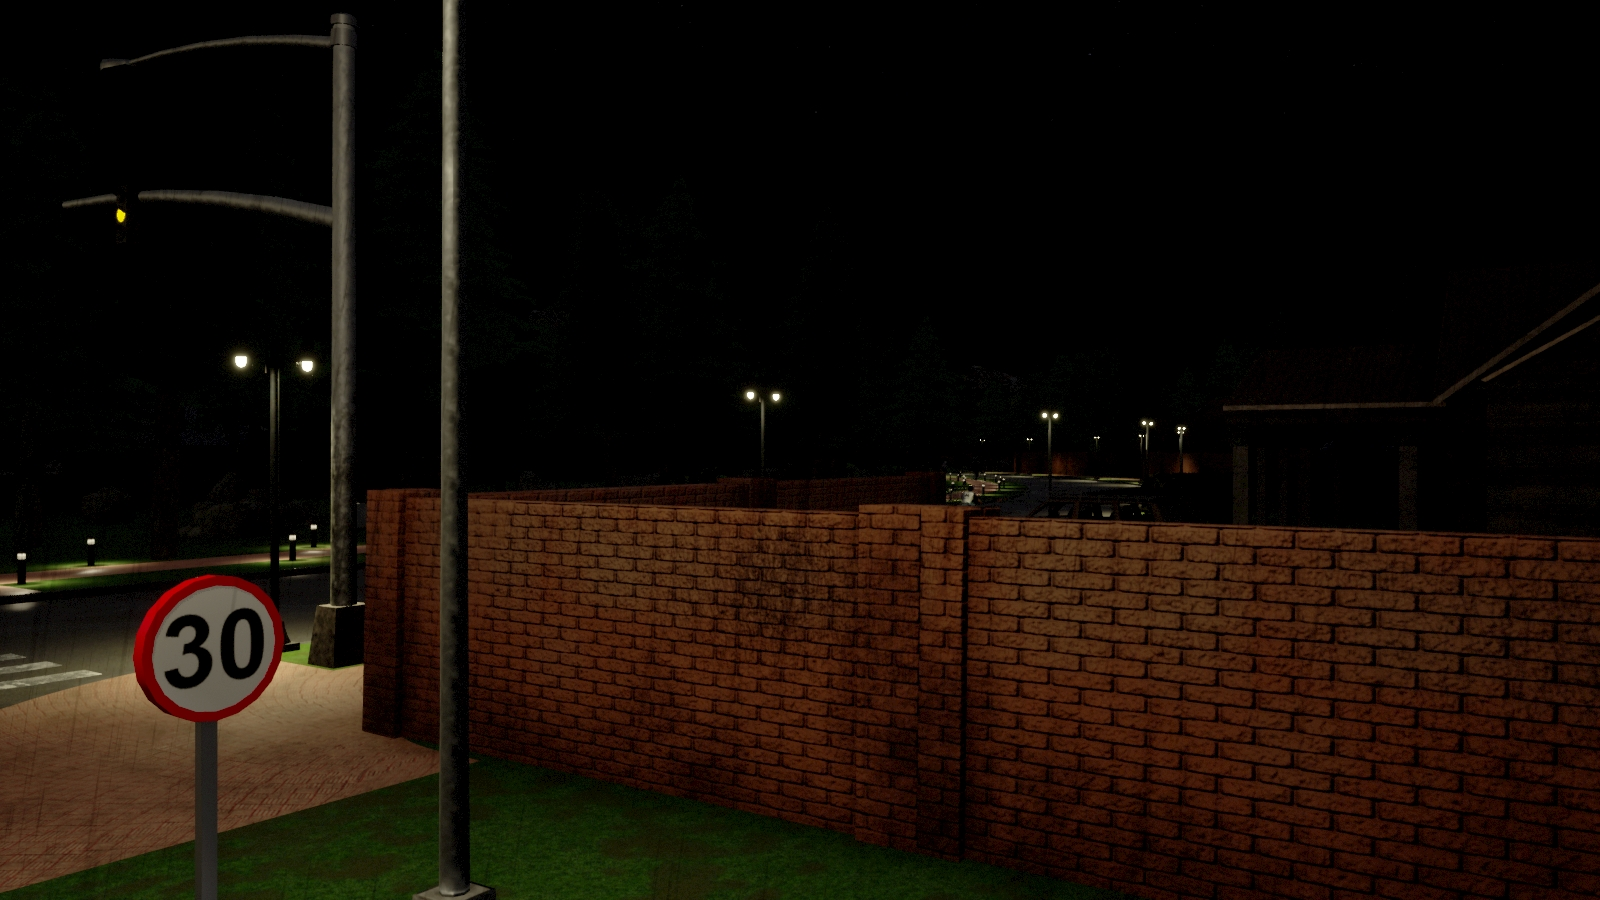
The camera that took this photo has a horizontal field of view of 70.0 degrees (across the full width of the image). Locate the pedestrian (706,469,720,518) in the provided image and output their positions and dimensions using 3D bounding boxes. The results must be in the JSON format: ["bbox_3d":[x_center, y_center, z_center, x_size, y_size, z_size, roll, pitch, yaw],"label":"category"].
[{"bbox_3d":[-3.328,1.662,43.889,0.375,1.860,0.375,0,0,34],"label":"pedestrian"}]

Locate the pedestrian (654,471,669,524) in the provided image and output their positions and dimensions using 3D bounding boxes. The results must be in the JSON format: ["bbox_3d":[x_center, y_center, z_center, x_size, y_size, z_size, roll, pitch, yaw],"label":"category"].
[{"bbox_3d":[-4.904,1.665,40.545,0.375,1.860,0.375,0,0,37],"label":"pedestrian"}]
